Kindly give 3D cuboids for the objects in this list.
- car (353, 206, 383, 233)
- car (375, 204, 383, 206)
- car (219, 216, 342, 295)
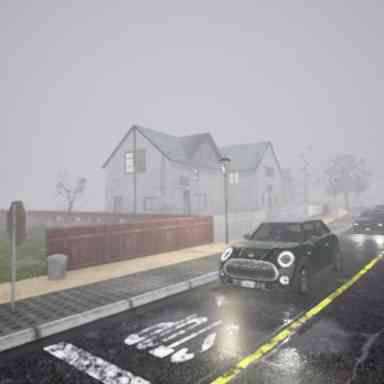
[{"bbox_3d":[12.316,1.948,22.745,2.033,1.411,5.357,-3,-2,34],"label":"car"},{"bbox_3d":[21.339,2.161,37.333,1.837,1.490,4.892,-2,-2,29],"label":"car"},{"bbox_3d":[2.668,1.575,9.524,2.097,1.767,4.553,-3,-2,38],"label":"car"}]
